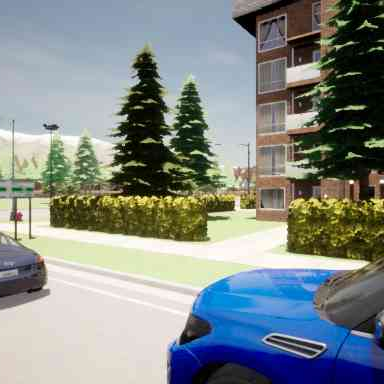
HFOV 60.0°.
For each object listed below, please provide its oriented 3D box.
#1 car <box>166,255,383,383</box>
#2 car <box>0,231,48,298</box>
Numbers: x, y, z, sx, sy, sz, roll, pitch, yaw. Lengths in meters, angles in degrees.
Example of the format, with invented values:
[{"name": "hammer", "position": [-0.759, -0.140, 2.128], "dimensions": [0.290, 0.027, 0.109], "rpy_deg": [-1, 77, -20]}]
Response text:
[{"name": "car", "position": [2.411, 1.221, 2.270], "dimensions": [5.566, 2.045, 2.150], "rpy_deg": [0, 0, 36]}, {"name": "car", "position": [-5.207, 1.564, 7.672], "dimensions": [4.181, 1.385, 1.994], "rpy_deg": [0, 0, 36]}]
